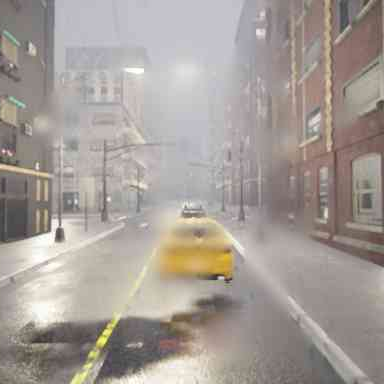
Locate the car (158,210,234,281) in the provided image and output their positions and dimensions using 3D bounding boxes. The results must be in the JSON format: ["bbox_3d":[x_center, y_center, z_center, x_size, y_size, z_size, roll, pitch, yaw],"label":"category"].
[{"bbox_3d":[0.098,1.540,10.046,1.882,1.535,5.008,0,0,0],"label":"car"}]

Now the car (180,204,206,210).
[{"bbox_3d":[0.097,1.665,26.382,2.128,1.511,4.902,0,0,0],"label":"car"}]
